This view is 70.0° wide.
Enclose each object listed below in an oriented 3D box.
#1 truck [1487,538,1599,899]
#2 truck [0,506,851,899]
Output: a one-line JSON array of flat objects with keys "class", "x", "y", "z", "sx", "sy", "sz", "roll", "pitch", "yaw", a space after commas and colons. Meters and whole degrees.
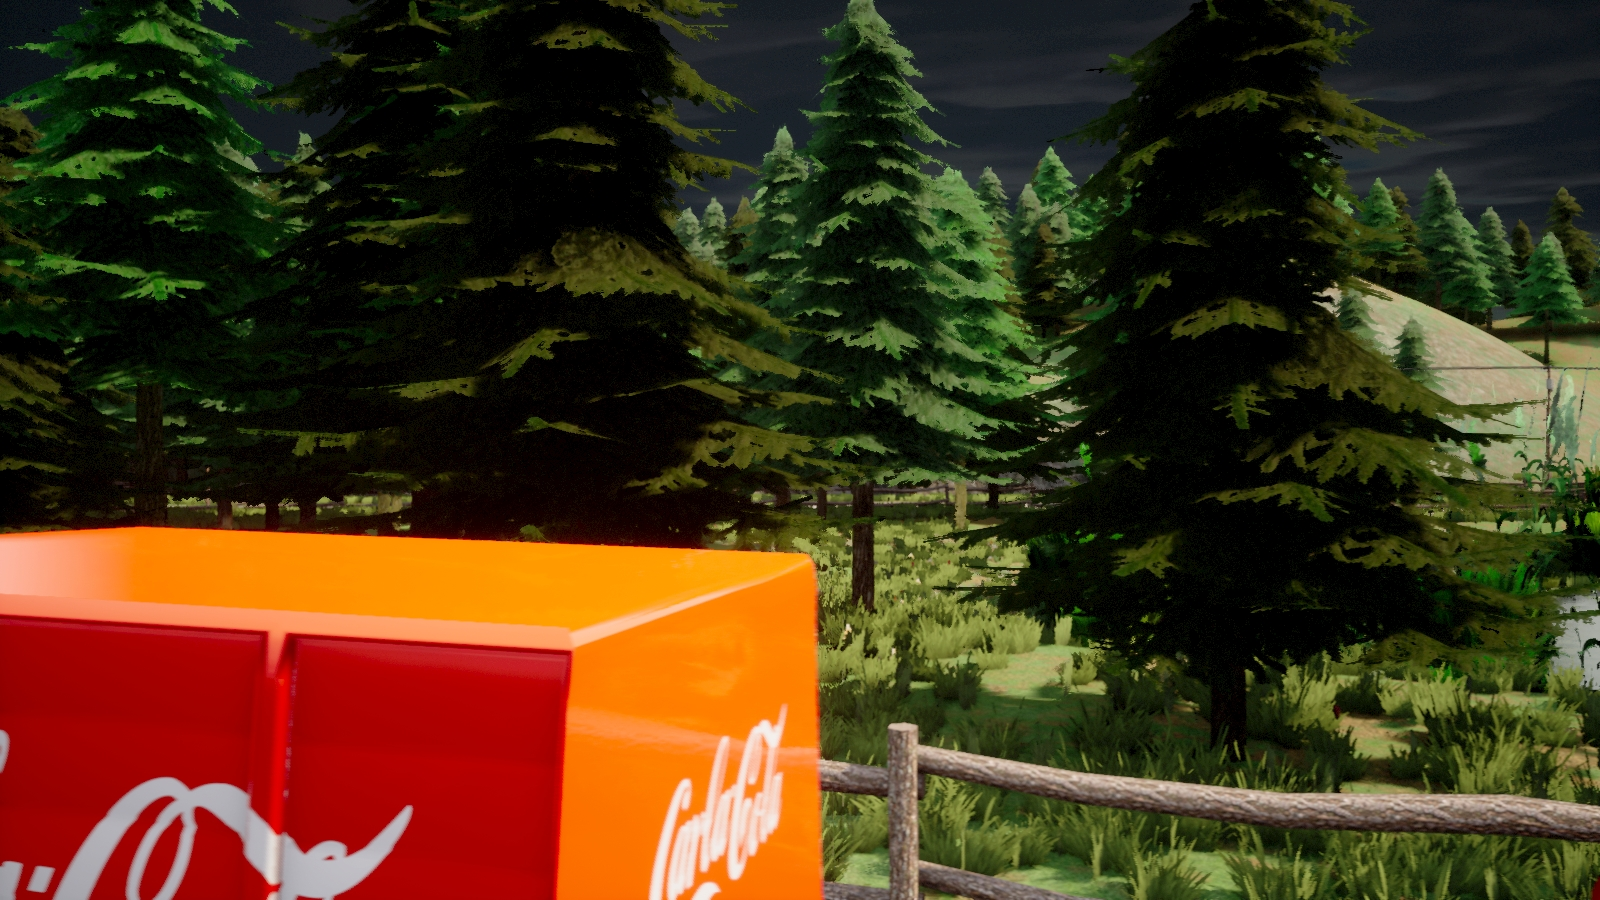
[{"class": "truck", "x": 4.489, "y": 1.530, "z": 1.941, "sx": 5.204, "sy": 2.467, "sz": 2.627, "roll": 0, "pitch": 0, "yaw": 17}, {"class": "truck", "x": -2.666, "y": 1.537, "z": 4.151, "sx": 5.204, "sy": 2.467, "sz": 2.627, "roll": 0, "pitch": 0, "yaw": 17}]
